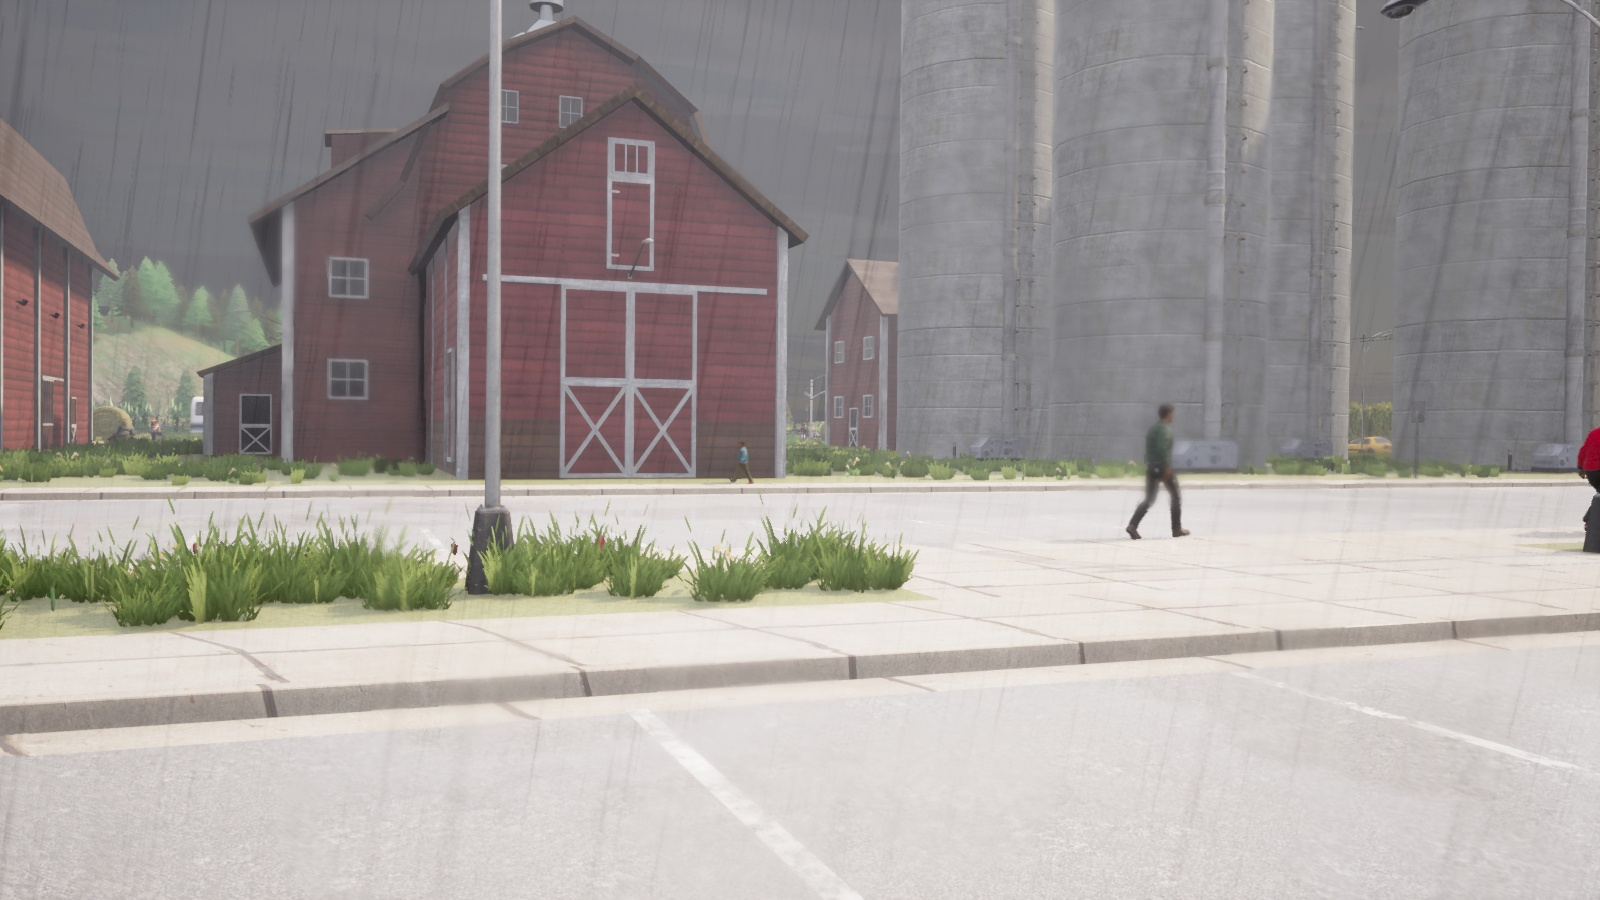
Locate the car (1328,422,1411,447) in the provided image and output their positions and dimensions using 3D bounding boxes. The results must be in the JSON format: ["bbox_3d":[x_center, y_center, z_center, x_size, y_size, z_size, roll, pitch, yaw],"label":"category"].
[{"bbox_3d":[37.977,-1.038,83.901,1.801,1.575,5.366,-1,1,-20],"label":"car"}]

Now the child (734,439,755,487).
[{"bbox_3d":[-1.401,0.333,31.669,0.448,1.192,0.343,-1,1,-21],"label":"child"}]

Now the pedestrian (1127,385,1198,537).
[{"bbox_3d":[4.762,0.134,16.492,0.788,1.949,0.423,-1,1,-21],"label":"pedestrian"}]

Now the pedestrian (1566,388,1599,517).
[{"bbox_3d":[11.739,0.030,18.239,0.899,1.844,0.634,-1,1,-22],"label":"pedestrian"}]
